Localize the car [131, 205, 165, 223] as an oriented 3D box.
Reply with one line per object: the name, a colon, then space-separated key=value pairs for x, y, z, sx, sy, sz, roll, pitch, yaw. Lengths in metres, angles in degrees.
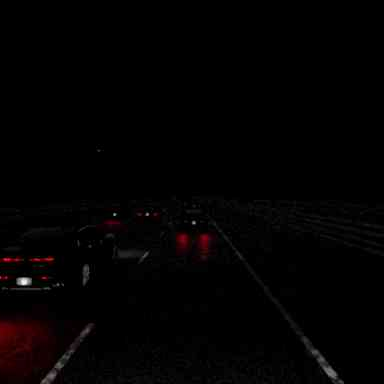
car: x=-3.375 y=1.794 z=27.666 sx=2.033 sy=1.411 sz=5.357 roll=0 pitch=-1 yaw=0

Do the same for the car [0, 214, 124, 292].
car: x=-3.391 y=1.582 z=9.163 sx=1.837 sy=1.490 sz=4.892 roll=0 pitch=0 yaw=0

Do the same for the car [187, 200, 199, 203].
car: x=0.137 y=1.729 z=41.065 sx=2.097 sy=1.767 sz=4.553 roll=0 pitch=-1 yaw=0

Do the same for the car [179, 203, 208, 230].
car: x=0.120 y=1.726 z=22.689 sx=1.812 sy=1.442 sz=4.674 roll=0 pitch=0 yaw=0

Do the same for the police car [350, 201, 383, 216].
police car: x=21.199 y=1.951 z=40.186 sx=1.930 sy=1.638 sz=5.238 roll=0 pitch=-1 yaw=-19

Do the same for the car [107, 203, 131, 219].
car: x=-6.870 y=1.795 z=32.059 sx=1.837 sy=1.490 sz=4.892 roll=0 pitch=-1 yaw=0
